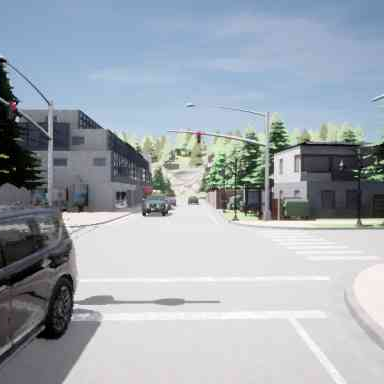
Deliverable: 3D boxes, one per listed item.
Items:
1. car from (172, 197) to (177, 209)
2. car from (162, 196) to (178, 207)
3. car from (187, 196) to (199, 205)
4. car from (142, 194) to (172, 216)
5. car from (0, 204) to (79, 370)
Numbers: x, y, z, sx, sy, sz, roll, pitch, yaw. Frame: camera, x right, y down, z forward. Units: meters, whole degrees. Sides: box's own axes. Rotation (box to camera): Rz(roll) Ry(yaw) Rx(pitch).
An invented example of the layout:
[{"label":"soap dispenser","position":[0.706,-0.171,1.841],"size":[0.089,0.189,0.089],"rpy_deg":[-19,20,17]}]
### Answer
[{"label":"car","position":[-3.499,1.492,42.724],"size":[2.128,1.511,4.902],"rpy_deg":[0,0,0]},{"label":"car","position":[-3.459,1.492,52.992],"size":[2.128,1.511,4.902],"rpy_deg":[0,0,0]},{"label":"car","position":[0.239,1.505,59.528],"size":[1.837,1.490,4.892],"rpy_deg":[0,0,0]},{"label":"car","position":[-3.525,1.221,32.674],"size":[2.150,2.045,5.566],"rpy_deg":[0,0,0]},{"label":"car","position":[-3.074,1.221,3.634],"size":[2.150,2.045,5.566],"rpy_deg":[1,0,1]}]
